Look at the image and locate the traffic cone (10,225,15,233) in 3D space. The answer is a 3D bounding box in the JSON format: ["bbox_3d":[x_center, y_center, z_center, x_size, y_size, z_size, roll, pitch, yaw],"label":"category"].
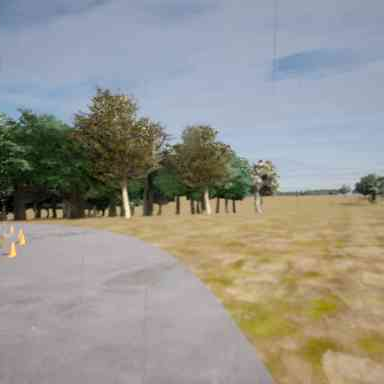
[{"bbox_3d":[-14.206,2.938,26.306,0.340,0.580,0.340,0,-2,-37],"label":"traffic cone"}]

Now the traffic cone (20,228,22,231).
[{"bbox_3d":[-11.543,2.753,22.417,0.340,0.580,0.340,0,-2,-31],"label":"traffic cone"}]

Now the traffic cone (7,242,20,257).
[{"bbox_3d":[-7.501,2.382,13.915,0.340,0.580,0.340,0,-2,-19],"label":"traffic cone"}]

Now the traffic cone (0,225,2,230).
[{"bbox_3d":[-17.261,3.129,29.896,0.340,0.580,0.340,0,-3,-43],"label":"traffic cone"}]

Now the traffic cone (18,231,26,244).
[{"bbox_3d":[-9.300,2.567,18.272,0.340,0.580,0.340,0,-2,-25],"label":"traffic cone"}]
